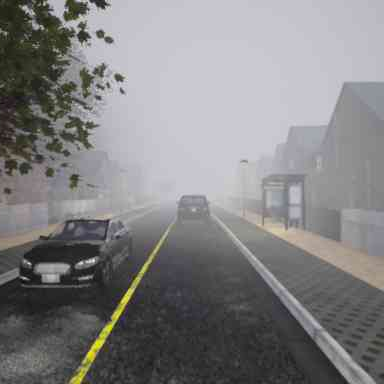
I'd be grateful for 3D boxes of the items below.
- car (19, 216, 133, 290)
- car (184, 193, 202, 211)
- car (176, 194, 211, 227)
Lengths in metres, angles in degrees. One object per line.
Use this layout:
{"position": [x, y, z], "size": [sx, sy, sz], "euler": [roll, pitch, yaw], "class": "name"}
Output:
{"position": [-2.848, 1.466, 9.148], "size": [2.128, 1.511, 4.902], "euler": [0, 0, 0], "class": "car"}
{"position": [0.107, 1.200, 41.676], "size": [2.150, 2.045, 5.566], "euler": [0, 0, 0], "class": "car"}
{"position": [0.104, 1.182, 22.637], "size": [2.150, 2.045, 5.566], "euler": [0, 0, 0], "class": "car"}
